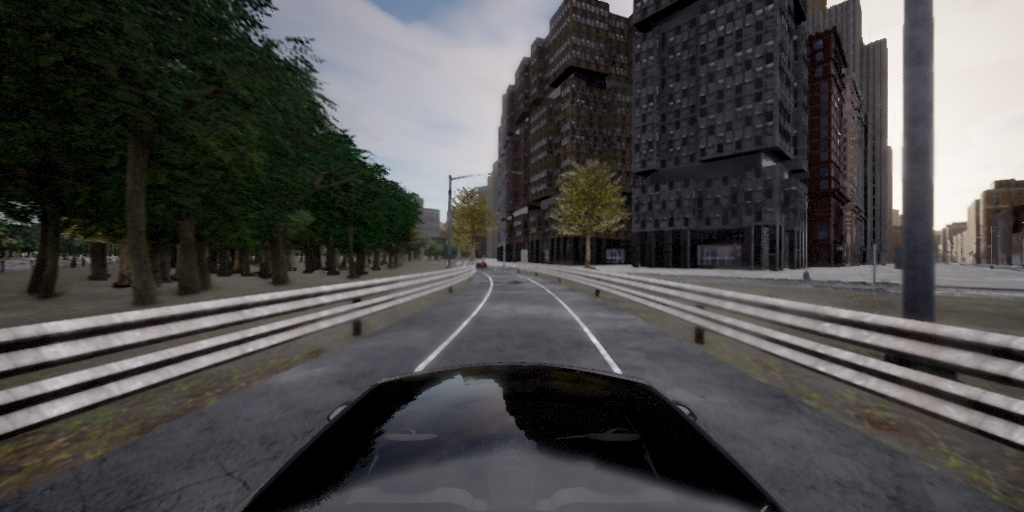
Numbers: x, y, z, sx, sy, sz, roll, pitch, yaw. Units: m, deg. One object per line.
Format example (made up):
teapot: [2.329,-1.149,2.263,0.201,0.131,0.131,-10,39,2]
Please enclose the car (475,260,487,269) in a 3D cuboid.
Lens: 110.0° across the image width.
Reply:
car: [-5.768,1.448,63.259,1.882,1.535,5.008,0,0,-17]
